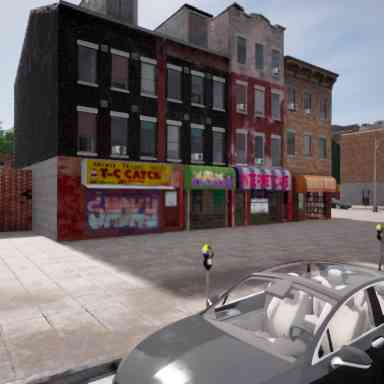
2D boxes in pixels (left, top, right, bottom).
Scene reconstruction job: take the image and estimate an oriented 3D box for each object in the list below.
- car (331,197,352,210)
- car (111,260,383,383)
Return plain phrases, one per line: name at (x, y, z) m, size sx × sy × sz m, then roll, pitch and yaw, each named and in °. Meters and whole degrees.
car at (16.655, 1.383, 39.979) m, size 1.837 × 1.490 × 4.892 m, roll 0°, pitch 0°, yaw -36°
car at (1.290, 1.552, 3.719) m, size 4.403 × 1.369 × 2.008 m, roll 0°, pitch 0°, yaw -35°
